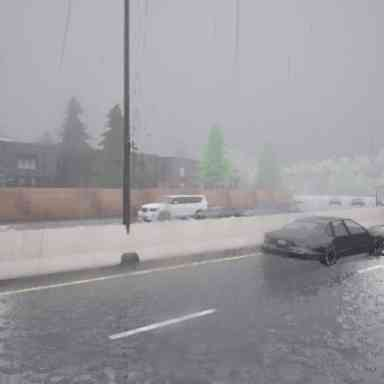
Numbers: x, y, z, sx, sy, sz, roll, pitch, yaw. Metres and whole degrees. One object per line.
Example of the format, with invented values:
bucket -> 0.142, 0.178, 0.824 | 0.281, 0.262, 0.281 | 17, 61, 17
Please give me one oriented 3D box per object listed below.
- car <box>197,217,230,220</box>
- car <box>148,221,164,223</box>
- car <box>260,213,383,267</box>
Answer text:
car -> 2.121, 1.569, 23.068 | 4.181, 1.385, 1.994 | 0, 0, -39
car -> -1.189, 1.227, 24.837 | 5.566, 2.045, 2.150 | 0, 0, -38
car -> 4.710, 1.551, 11.475 | 5.357, 1.411, 2.033 | 0, 0, -37
